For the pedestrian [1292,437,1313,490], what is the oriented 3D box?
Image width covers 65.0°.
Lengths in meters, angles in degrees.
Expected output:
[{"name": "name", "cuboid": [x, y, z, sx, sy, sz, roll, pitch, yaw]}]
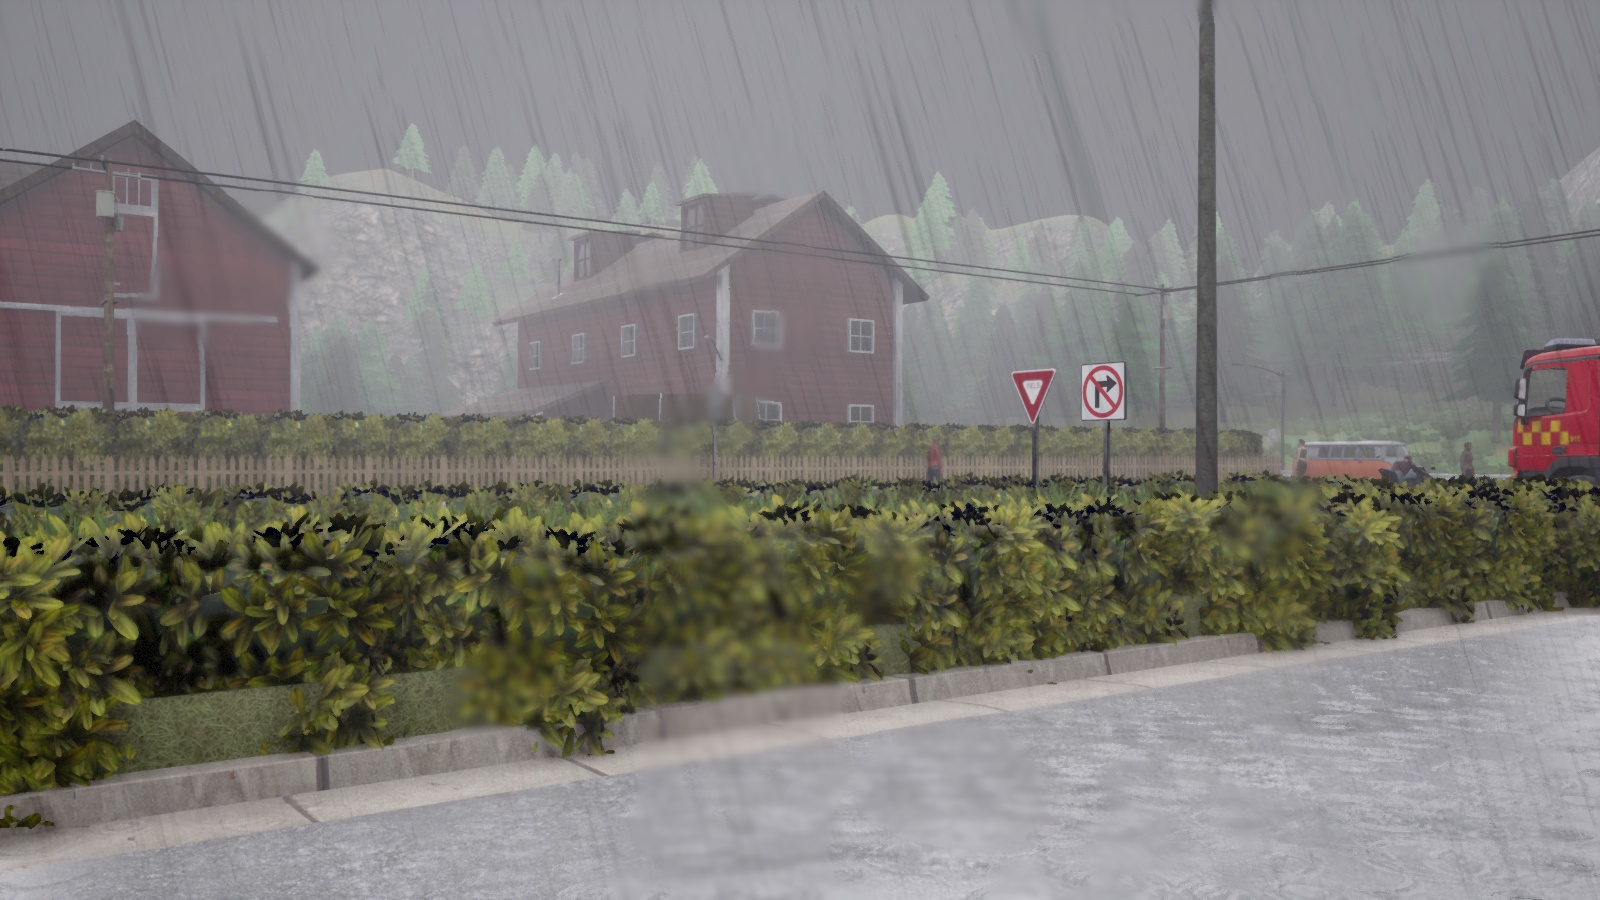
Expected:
[{"name": "pedestrian", "cuboid": [17.407, 0.472, 43.490, 0.345, 1.836, 0.594, 0, 0, -20]}]

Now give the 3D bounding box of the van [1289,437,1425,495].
[{"name": "van", "cuboid": [20.207, 0.568, 45.740, 1.775, 1.987, 4.442, 0, 0, -25]}]

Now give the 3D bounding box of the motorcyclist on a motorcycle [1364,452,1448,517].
[{"name": "motorcyclist on a motorcycle", "cuboid": [14.829, 0.823, 30.718, 2.191, 1.530, 0.866, 0, 0, -35]}]

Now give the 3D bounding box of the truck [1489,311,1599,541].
[{"name": "truck", "cuboid": [14.950, -0.404, 19.452, 2.891, 3.827, 8.468, 0, 0, -9]}]

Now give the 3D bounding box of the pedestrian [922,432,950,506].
[{"name": "pedestrian", "cuboid": [3.420, 0.470, 31.611, 0.636, 1.846, 0.331, 0, 0, -33]}]

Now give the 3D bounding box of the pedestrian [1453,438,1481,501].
[{"name": "pedestrian", "cuboid": [19.806, 0.579, 37.284, 0.331, 1.846, 0.634, 0, 0, -33]}]
